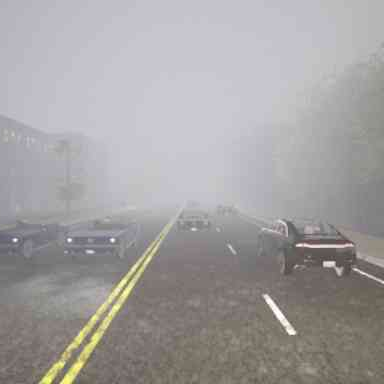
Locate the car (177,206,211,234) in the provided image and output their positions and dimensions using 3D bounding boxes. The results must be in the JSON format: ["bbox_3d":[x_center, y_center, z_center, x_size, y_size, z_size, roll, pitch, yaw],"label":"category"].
[{"bbox_3d":[0.100,1.730,20.031,1.895,1.301,4.718,0,0,0],"label":"car"}]

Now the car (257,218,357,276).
[{"bbox_3d":[3.350,1.561,10.543,2.128,1.511,4.902,0,0,0],"label":"car"}]

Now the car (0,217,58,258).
[{"bbox_3d":[-6.600,1.687,13.195,1.895,1.301,4.718,0,0,0],"label":"car"}]

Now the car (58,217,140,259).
[{"bbox_3d":[-3.350,1.687,13.195,1.895,1.301,4.718,0,0,0],"label":"car"}]

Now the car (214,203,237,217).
[{"bbox_3d":[3.348,1.818,34.080,1.895,1.301,4.718,0,0,0],"label":"car"}]

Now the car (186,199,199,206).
[{"bbox_3d":[0.098,1.807,50.246,2.128,1.511,4.902,0,0,0],"label":"car"}]
